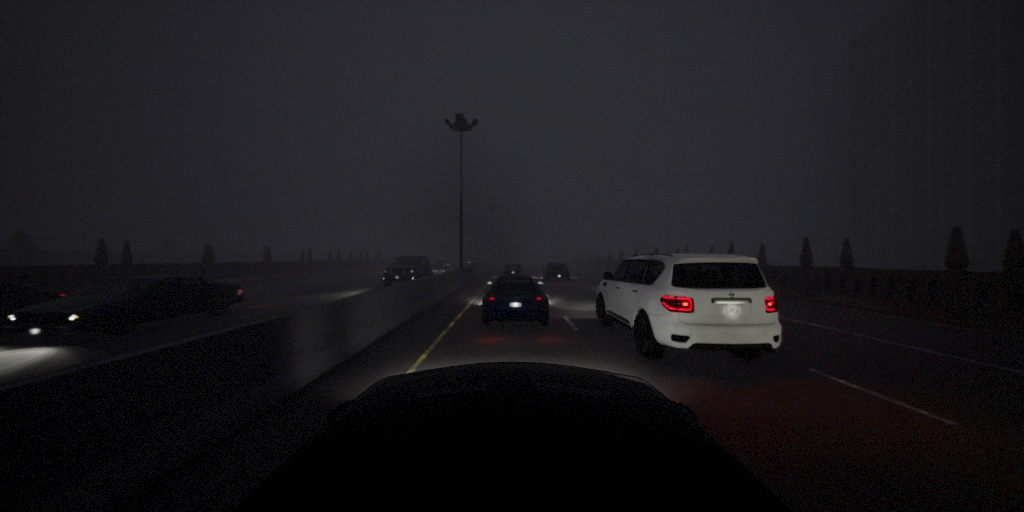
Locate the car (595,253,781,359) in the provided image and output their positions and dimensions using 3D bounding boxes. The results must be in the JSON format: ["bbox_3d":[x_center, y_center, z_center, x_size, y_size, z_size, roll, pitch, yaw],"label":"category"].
[{"bbox_3d":[3.596,0.968,8.547,2.150,2.045,5.566,0,0,0],"label":"car"}]

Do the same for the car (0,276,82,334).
[{"bbox_3d":[-14.104,1.308,8.836,1.994,1.385,4.181,0,0,0],"label":"car"}]

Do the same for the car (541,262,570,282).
[{"bbox_3d":[3.586,1.259,29.553,1.837,1.490,4.892,0,0,0],"label":"car"}]

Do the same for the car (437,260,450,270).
[{"bbox_3d":[-10.582,1.299,54.034,1.837,1.490,4.892,0,0,0],"label":"car"}]

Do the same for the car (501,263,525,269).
[{"bbox_3d":[0.086,1.302,29.760,2.033,1.411,5.357,0,0,0],"label":"car"}]

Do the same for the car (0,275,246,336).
[{"bbox_3d":[-10.605,1.291,10.628,2.033,1.411,5.357,0,0,0],"label":"car"}]

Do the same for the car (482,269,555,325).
[{"bbox_3d":[0.096,1.308,11.856,1.994,1.385,4.181,0,0,0],"label":"car"}]

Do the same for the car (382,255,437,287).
[{"bbox_3d":[-7.117,0.969,25.010,2.150,2.045,5.566,0,0,0],"label":"car"}]
